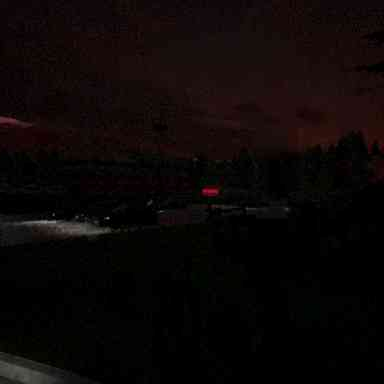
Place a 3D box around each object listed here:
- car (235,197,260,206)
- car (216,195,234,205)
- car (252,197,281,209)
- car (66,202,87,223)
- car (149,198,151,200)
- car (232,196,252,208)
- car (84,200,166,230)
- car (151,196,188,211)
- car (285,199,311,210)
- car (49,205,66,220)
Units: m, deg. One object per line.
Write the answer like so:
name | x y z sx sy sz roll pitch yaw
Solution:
car | 8.962 1.524 53.660 1.895 1.301 4.718 0 0 39
car | 6.274 1.251 55.901 2.033 1.411 5.357 0 0 39
car | 10.255 1.463 44.286 1.812 1.442 4.674 0 0 40
car | -6.200 1.443 24.153 1.837 1.490 4.892 0 0 39
car | -4.496 1.258 42.892 2.097 1.767 4.553 0 0 39
car | 7.962 1.491 47.002 1.994 1.385 4.181 0 0 40
car | -4.113 1.475 21.148 1.812 1.442 4.674 0 0 39
car | -2.336 1.442 39.989 1.812 1.442 4.674 0 0 39
car | 13.679 1.549 42.929 1.895 1.301 4.718 0 0 40
car | -9.022 1.492 26.229 1.994 1.385 4.181 0 0 39
